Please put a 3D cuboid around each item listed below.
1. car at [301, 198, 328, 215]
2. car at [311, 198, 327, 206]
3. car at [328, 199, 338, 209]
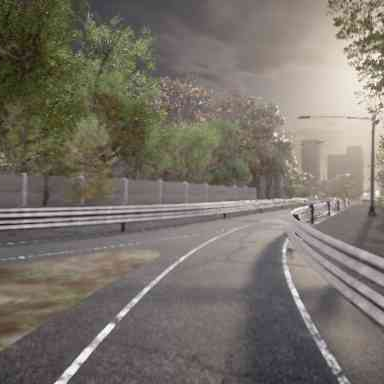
[{"bbox_3d":[12.859,1.599,35.354,1.837,1.490,4.892,1,0,29],"label":"car"},{"bbox_3d":[23.939,1.789,62.612,2.033,1.411,5.357,1,0,29],"label":"car"},{"bbox_3d":[20.385,1.736,49.135,1.994,1.385,4.181,1,0,29],"label":"car"}]
